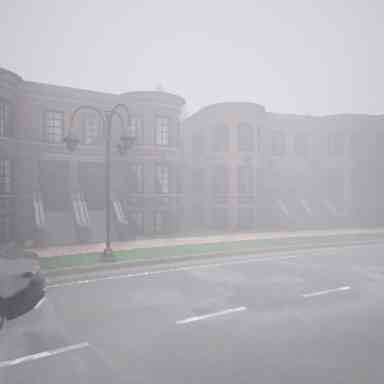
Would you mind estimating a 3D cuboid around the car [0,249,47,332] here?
[{"bbox_3d":[-4.721,1.491,4.704,4.902,1.511,2.128,0,0,-35],"label":"car"}]
